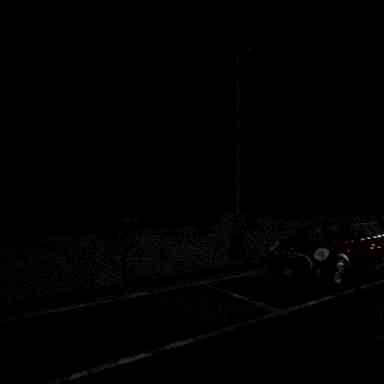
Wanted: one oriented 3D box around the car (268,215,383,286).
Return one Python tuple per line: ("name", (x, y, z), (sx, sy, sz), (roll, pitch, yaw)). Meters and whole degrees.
("car", (4.055, 1.509, 9.542), (4.097, 1.590, 1.967), (1, 0, -36))
